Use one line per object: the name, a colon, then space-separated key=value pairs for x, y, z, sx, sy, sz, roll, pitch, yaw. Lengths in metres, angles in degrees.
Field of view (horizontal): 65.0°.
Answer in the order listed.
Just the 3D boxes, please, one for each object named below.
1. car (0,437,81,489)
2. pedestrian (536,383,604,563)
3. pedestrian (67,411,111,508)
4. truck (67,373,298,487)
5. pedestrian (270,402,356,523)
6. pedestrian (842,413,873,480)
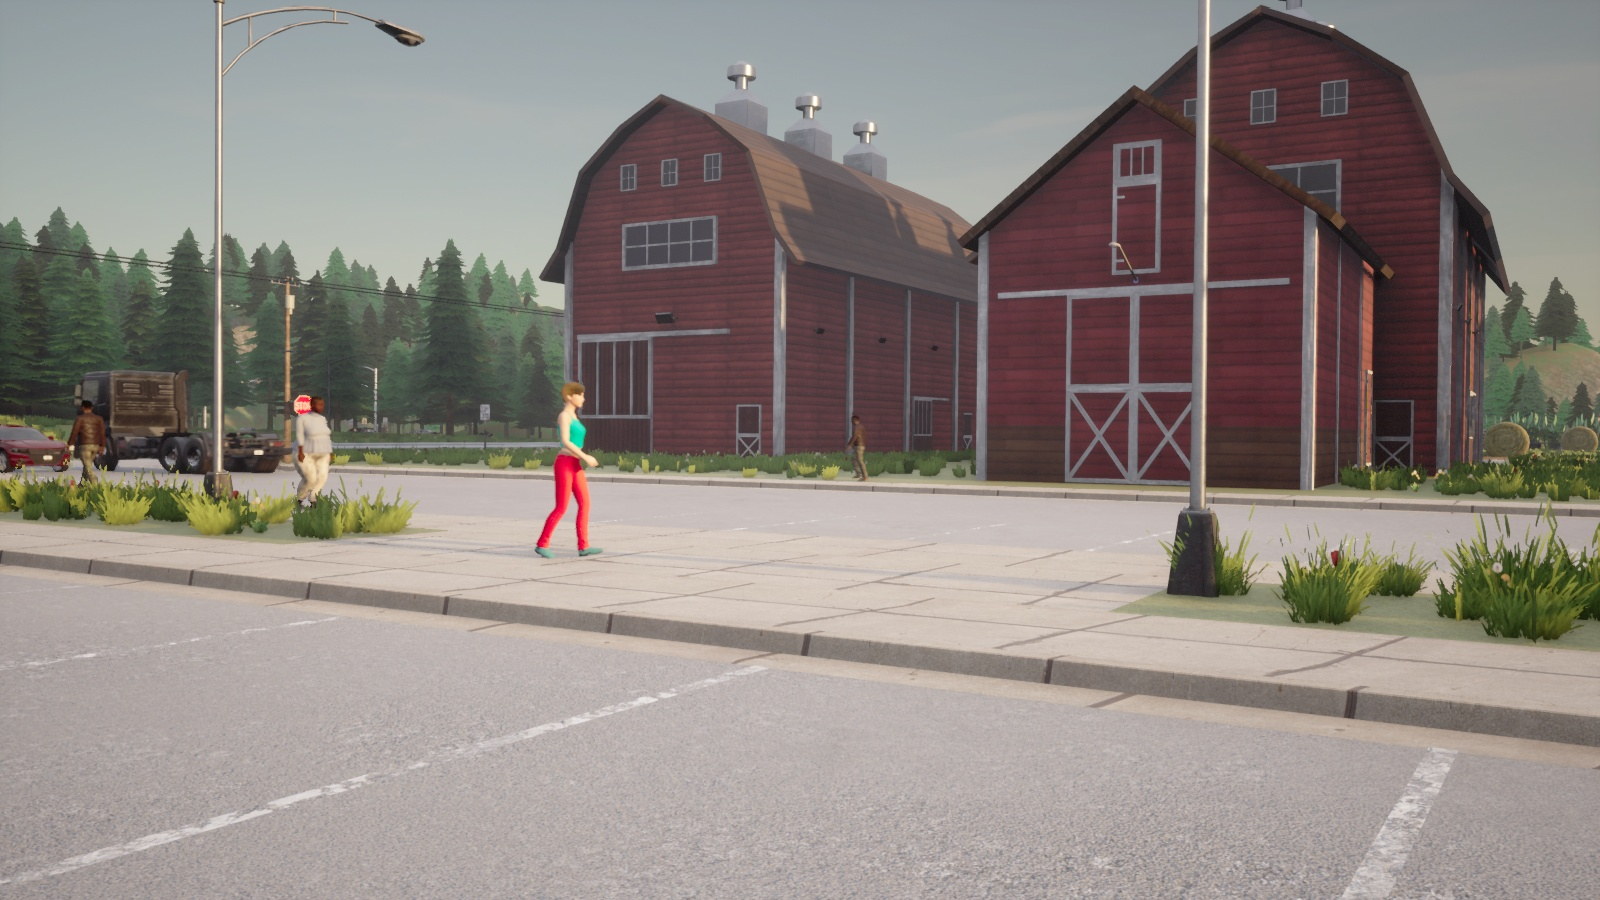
car: x=-25.353 y=0.388 z=40.324 sx=5.008 sy=1.535 sz=1.882 roll=0 pitch=1 yaw=34
pedestrian: x=-2.386 y=0.238 z=13.049 sx=0.594 sy=1.836 sz=0.345 roll=0 pitch=1 yaw=11
pedestrian: x=-13.685 y=0.180 z=24.177 sx=0.703 sy=1.840 sz=0.431 roll=0 pitch=1 yaw=31
truck: x=-20.502 y=-0.633 z=41.556 sx=7.936 sy=3.462 sz=2.891 roll=0 pitch=1 yaw=30
pedestrian: x=-7.711 y=0.185 z=19.883 sx=0.900 sy=1.855 sz=0.874 roll=0 pitch=1 yaw=29
pedestrian: x=1.577 y=-0.097 z=34.353 sx=0.703 sy=1.840 sz=0.431 roll=0 pitch=1 yaw=28
